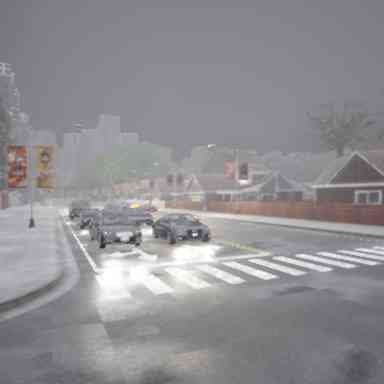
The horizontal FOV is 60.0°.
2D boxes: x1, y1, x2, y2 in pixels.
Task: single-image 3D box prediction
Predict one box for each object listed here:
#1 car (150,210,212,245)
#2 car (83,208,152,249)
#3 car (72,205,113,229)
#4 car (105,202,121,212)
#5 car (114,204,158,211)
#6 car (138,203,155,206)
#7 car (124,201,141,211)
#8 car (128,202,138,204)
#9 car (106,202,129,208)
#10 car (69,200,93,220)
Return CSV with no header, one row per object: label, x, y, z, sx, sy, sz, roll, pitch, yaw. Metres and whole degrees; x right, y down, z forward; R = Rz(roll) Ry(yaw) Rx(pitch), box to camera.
car,-0.624,1.805,17.102,1.994,1.385,4.181,0,-1,-23
car,-3.817,1.762,16.281,2.128,1.511,4.902,0,-1,-24
car,-7.908,2.001,26.058,2.033,1.411,5.357,0,-1,-23
car,-13.245,2.415,55.849,1.837,1.490,4.892,0,-1,-23
car,-4.445,1.960,26.212,2.033,1.411,5.357,0,-1,-23
car,-6.387,2.325,47.956,1.895,1.301,4.718,0,-1,-22
car,-10.249,2.368,57.107,1.882,1.535,5.008,0,-1,-23
car,-9.416,2.272,46.803,1.812,1.442,4.674,0,-1,-23
car,-8.520,2.097,35.954,1.837,1.490,4.892,0,-1,-23
car,-12.011,1.856,35.874,2.150,2.045,5.566,0,-1,-23
